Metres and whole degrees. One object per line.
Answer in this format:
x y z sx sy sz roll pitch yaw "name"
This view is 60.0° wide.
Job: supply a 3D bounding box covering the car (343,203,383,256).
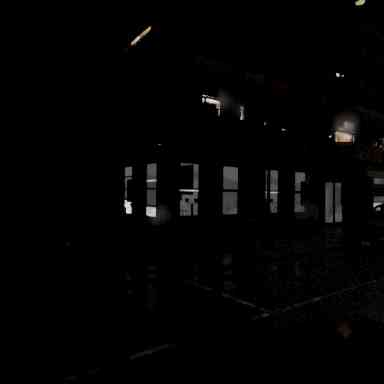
7.529 1.319 11.946 5.009 1.841 2.192 0 1 -36 "car"
